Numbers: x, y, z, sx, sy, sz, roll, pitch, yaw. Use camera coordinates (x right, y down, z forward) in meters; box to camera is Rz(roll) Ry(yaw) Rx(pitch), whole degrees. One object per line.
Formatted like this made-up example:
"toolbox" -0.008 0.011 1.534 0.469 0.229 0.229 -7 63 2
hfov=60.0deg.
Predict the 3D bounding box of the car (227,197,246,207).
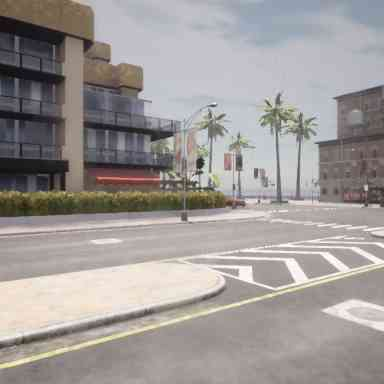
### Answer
"car" 6.156 1.478 51.241 1.882 1.535 5.008 0 0 -35
